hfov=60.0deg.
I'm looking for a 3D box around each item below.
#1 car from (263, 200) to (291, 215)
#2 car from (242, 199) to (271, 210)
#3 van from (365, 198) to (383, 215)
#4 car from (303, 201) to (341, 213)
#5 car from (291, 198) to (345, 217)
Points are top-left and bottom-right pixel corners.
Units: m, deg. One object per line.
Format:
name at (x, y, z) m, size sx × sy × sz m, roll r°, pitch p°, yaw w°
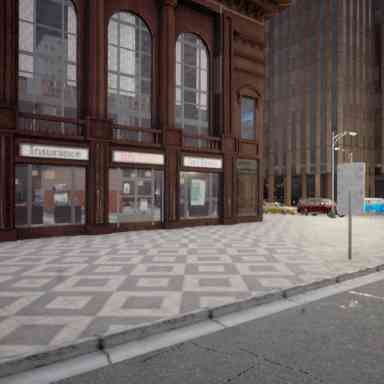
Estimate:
car at (9.570, 1.797, 37.136) m, size 1.752 × 1.417 × 4.829 m, roll 0°, pitch 0°, yaw -35°
car at (9.956, 1.890, 51.388) m, size 1.967 × 1.590 × 4.097 m, roll -1°, pitch 0°, yaw -35°
van at (19.673, 1.588, 37.597) m, size 1.690 × 1.788 × 3.998 m, roll -1°, pitch 0°, yaw -35°
car at (16.437, 1.896, 42.193) m, size 1.802 × 1.307 × 4.206 m, roll -1°, pitch 0°, yaw -35°
car at (12.710, 1.521, 32.679) m, size 2.192 × 1.841 × 5.009 m, roll 0°, pitch 0°, yaw -35°
